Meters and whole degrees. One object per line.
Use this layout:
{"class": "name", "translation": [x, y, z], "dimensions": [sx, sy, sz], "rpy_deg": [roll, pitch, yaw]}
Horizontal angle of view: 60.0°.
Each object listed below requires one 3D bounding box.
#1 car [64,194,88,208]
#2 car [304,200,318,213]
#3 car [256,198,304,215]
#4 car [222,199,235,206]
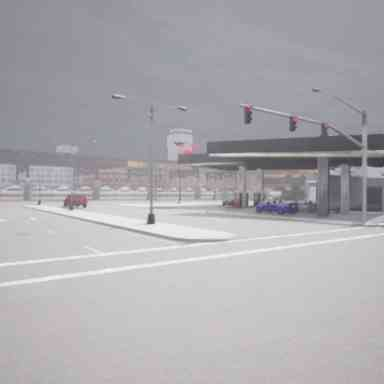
{"class": "car", "translation": [-16.873, 1.276, 48.257], "dimensions": [2.150, 2.045, 5.566], "rpy_deg": [0, 0, -36]}
{"class": "car", "translation": [13.066, 1.660, 38.748], "dimensions": [1.970, 1.475, 3.806], "rpy_deg": [0, 0, -35]}
{"class": "car", "translation": [8.833, 1.461, 34.792], "dimensions": [2.242, 1.667, 4.611], "rpy_deg": [0, 0, -35]}
{"class": "car", "translation": [6.900, 1.830, 57.831], "dimensions": [1.895, 1.301, 4.718], "rpy_deg": [0, 0, 28]}
